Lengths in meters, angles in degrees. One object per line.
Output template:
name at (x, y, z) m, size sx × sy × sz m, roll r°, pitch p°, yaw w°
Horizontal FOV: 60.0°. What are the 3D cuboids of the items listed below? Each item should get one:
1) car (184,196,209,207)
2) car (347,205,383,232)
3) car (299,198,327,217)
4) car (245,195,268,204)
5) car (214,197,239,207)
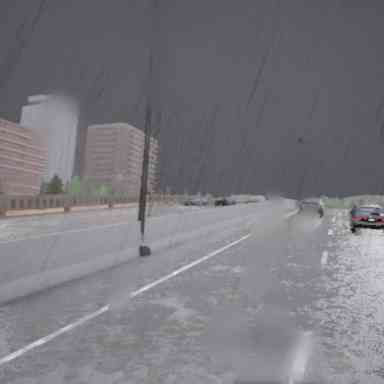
car at (0.557, 1.132, 41.230) m, size 1.994 × 1.385 × 4.181 m, roll 1°, pitch 0°, yaw 24°
car at (9.762, 1.401, 18.491) m, size 2.033 × 1.411 × 5.357 m, roll 1°, pitch 1°, yaw 24°
car at (10.251, 1.242, 28.185) m, size 2.128 × 1.511 × 4.902 m, roll 1°, pitch 1°, yaw 24°
car at (7.926, 1.142, 40.519) m, size 1.882 × 1.535 × 5.008 m, roll 1°, pitch -1°, yaw 24°
car at (4.323, 1.217, 41.058) m, size 1.895 × 1.301 × 4.718 m, roll 1°, pitch 0°, yaw 24°
